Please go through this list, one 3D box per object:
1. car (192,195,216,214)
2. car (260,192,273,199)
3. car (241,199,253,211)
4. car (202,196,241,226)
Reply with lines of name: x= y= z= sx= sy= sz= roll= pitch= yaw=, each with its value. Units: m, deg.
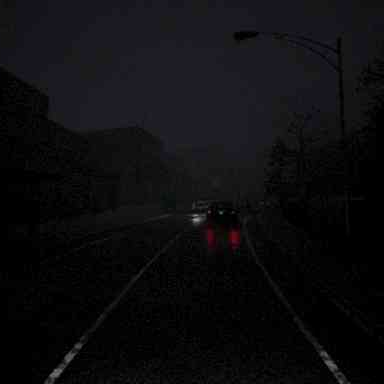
car: x=1.639 y=1.372 z=38.710 sx=2.150 sy=2.045 sz=5.566 roll=-2 pitch=0 yaw=16
car: x=17.290 y=1.042 z=76.760 sx=2.150 sy=2.045 sz=5.566 roll=-3 pitch=-1 yaw=26
car: x=6.493 y=1.596 z=42.126 sx=2.033 sy=1.411 sz=5.357 roll=-2 pitch=0 yaw=17
car: x=2.230 y=1.401 z=23.970 sx=2.097 sy=1.767 sz=4.553 roll=-1 pitch=0 yaw=9
